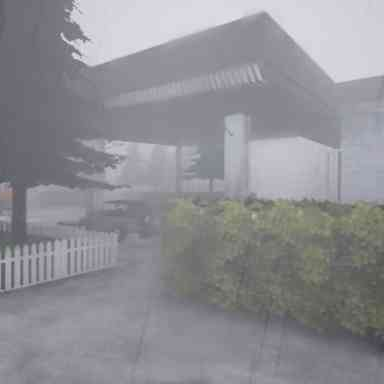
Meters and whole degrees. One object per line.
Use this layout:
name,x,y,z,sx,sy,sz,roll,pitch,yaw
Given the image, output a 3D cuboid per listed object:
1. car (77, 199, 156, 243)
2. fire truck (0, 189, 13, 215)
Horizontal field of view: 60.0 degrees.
car,-3.545,1.250,15.653,3.866,1.878,1.905,0,0,35
fire truck,-18.232,-0.017,25.803,2.891,3.827,8.468,0,0,35
